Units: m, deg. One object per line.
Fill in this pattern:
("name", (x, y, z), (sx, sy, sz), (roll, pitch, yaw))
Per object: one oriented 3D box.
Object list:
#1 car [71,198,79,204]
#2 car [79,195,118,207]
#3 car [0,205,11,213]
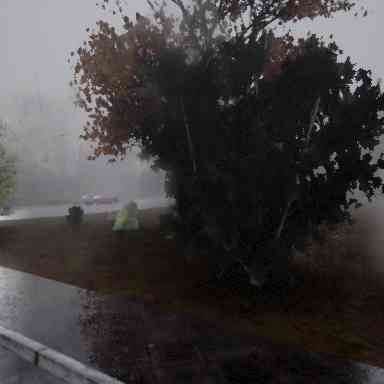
("car", (-15.192, 1.178, 48.387), (1.837, 1.490, 4.892), (0, 2, 39))
("car", (-12.581, 1.146, 46.048), (1.882, 1.535, 5.008), (0, 2, 39))
("car", (-21.715, 1.646, 34.685), (1.895, 1.301, 4.718), (0, 1, 39))
